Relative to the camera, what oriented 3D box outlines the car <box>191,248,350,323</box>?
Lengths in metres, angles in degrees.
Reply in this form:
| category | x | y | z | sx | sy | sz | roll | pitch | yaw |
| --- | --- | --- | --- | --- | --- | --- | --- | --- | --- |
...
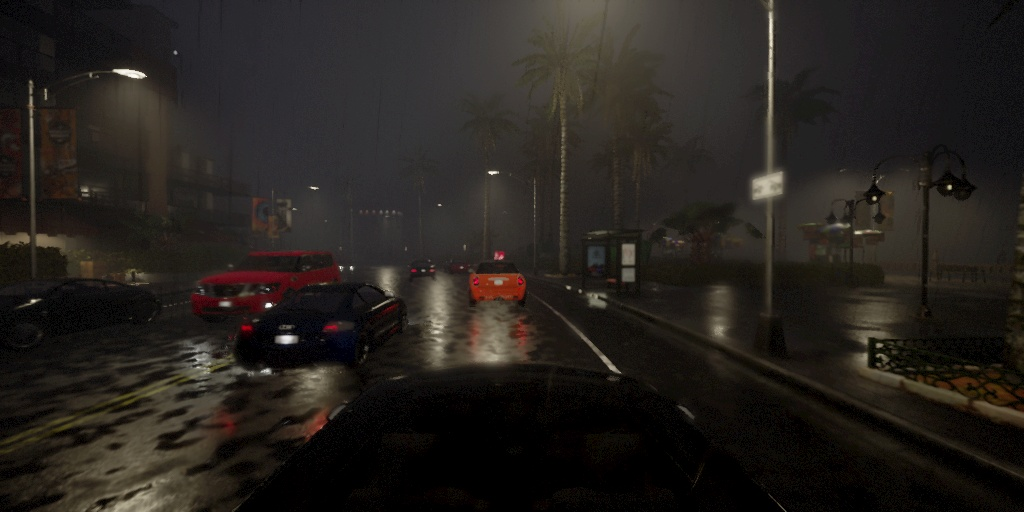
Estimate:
| category | x | y | z | sx | sy | sz | roll | pitch | yaw |
| --- | --- | --- | --- | --- | --- | --- | --- | --- | --- |
| car | -7.577 | 0.835 | 11.893 | 2.150 | 2.045 | 5.566 | 0 | 1 | -6 |

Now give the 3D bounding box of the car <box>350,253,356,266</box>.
| category | x | y | z | sx | sy | sz | roll | pitch | yaw |
| --- | --- | --- | --- | --- | --- | --- | --- | --- | --- |
| car | -24.075 | 0.580 | 50.199 | 5.008 | 1.535 | 1.882 | 1 | 1 | 45 |

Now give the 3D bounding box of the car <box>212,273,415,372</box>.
| category | x | y | z | sx | sy | sz | roll | pitch | yaw |
| --- | --- | --- | --- | --- | --- | --- | --- | --- | --- |
| car | -3.586 | 1.236 | 7.552 | 1.994 | 1.385 | 4.181 | 0 | 1 | -3 |

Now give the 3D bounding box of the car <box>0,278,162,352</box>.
| category | x | y | z | sx | sy | sz | roll | pitch | yaw |
| --- | --- | --- | --- | --- | --- | --- | --- | --- | --- |
| car | -10.874 | 1.224 | 8.423 | 1.994 | 1.385 | 4.181 | 0 | 1 | -4 |

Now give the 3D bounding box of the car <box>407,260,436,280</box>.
| category | x | y | z | sx | sy | sz | roll | pitch | yaw |
| --- | --- | --- | --- | --- | --- | --- | --- | --- | --- |
| car | -6.546 | 0.973 | 26.023 | 2.033 | 1.411 | 5.357 | 0 | 1 | -16 |

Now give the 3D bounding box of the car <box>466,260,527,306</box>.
| category | x | y | z | sx | sy | sz | roll | pitch | yaw |
| --- | --- | --- | --- | --- | --- | --- | --- | --- | --- |
| car | -0.728 | 0.928 | 14.798 | 2.097 | 1.767 | 4.553 | 0 | 1 | -7 |

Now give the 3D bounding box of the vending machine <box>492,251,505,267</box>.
| category | x | y | z | sx | sy | sz | roll | pitch | yaw |
| --- | --- | --- | --- | --- | --- | --- | --- | --- | --- |
| vending machine | -1.463 | 0.396 | 42.882 | 1.100 | 2.100 | 0.880 | 0 | 0 | -27 |

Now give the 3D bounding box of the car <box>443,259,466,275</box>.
| category | x | y | z | sx | sy | sz | roll | pitch | yaw |
| --- | --- | --- | --- | --- | --- | --- | --- | --- | --- |
| car | -4.877 | 0.912 | 31.780 | 1.994 | 1.385 | 4.181 | 0 | 1 | -19 |
